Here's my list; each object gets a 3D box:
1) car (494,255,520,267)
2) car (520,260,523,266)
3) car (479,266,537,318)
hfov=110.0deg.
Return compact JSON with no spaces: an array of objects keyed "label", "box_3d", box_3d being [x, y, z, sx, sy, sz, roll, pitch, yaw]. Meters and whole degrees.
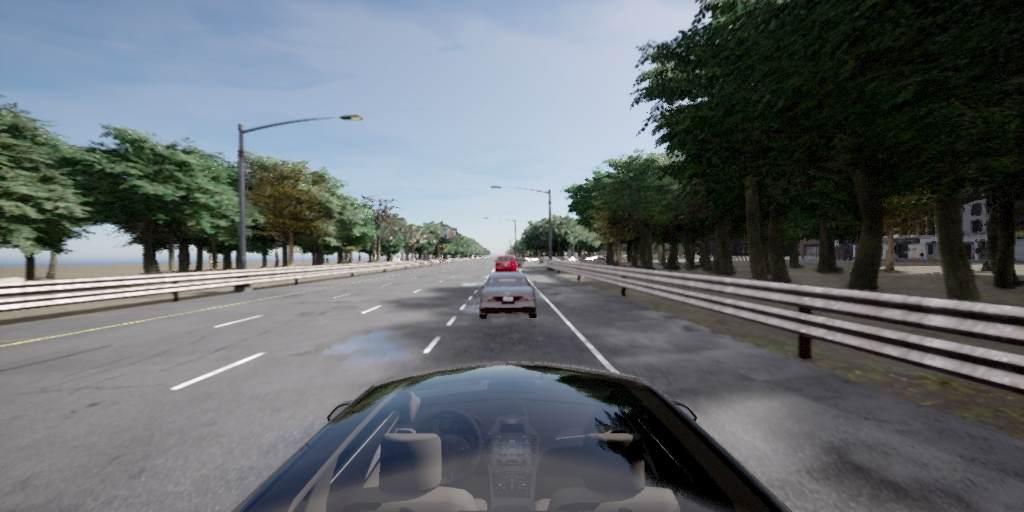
[{"label":"car","box_3d":[-0.608,0.934,36.787,2.150,2.045,5.566,-1,0,-1]},{"label":"car","box_3d":[0.516,1.013,58.673,2.097,1.767,4.553,-1,0,10]},{"label":"car","box_3d":[-0.159,1.284,12.862,2.033,1.411,5.357,-1,0,-1]}]
